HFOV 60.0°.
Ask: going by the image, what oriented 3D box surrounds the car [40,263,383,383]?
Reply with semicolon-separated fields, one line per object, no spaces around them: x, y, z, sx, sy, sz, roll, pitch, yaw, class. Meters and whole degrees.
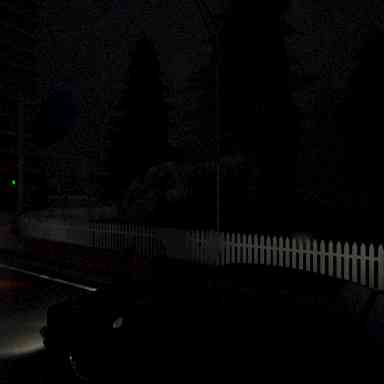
0.606;1.547;3.562;5.357;1.411;2.033;0;0;36;car
